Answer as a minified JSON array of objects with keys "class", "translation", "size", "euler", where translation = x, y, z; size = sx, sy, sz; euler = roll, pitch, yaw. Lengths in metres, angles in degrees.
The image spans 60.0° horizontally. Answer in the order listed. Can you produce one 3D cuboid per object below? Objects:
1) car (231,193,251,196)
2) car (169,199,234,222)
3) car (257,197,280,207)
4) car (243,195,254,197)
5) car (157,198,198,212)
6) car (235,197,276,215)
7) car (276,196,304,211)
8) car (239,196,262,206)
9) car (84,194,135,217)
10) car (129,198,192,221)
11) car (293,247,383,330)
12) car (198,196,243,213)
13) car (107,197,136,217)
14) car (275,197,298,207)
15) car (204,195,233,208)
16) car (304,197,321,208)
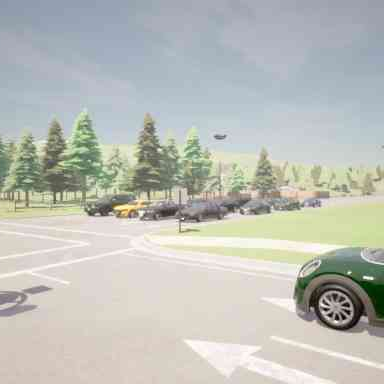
[{"class":"car","translation":[6.426,1.221,45.706],"size":[2.150,2.045,5.566],"euler":[0,0,36]},{"class":"car","translation":[0.906,1.547,26.346],"size":[2.033,1.411,5.357],"euler":[0,0,36]},{"class":"car","translation":[12.398,1.564,53.796],"size":[1.994,1.385,4.181],"euler":[0,0,37]},{"class":"car","translation":[8.657,1.491,42.830],"size":[2.128,1.511,4.902],"euler":[0,0,36]},{"class":"car","translation":[-1.687,1.547,40.564],"size":[2.033,1.411,5.357],"euler":[0,0,36]},{"class":"car","translation":[6.585,1.526,34.072],"size":[1.812,1.442,4.674],"euler":[0,0,36]},{"class":"car","translation":[11.812,1.352,41.210],"size":[2.097,1.767,4.553],"euler":[0,0,36]},{"class":"car","translation":[9.986,1.478,56.417],"size":[1.882,1.535,5.008],"euler":[0,0,37]},{"class":"car","translation":[-7.705,1.221,32.357],"size":[2.150,2.045,5.566],"euler":[0,0,36]},{"class":"car","translation":[-2.482,1.491,27.645],"size":[2.128,1.511,4.902],"euler":[0,0,36]},{"class":"car","translation":[4.059,1.352,5.394],"size":[4.553,1.767,2.097],"euler":[0,0,35]},{"class":"car","translation":[3.077,1.478,35.226],"size":[1.882,1.535,5.008],"euler":[0,0,36]},{"class":"car","translation":[-4.872,1.478,30.303],"size":[1.882,1.535,5.008],"euler":[0,0,36]},{"class":"car","translation":[14.549,1.526,50.824],"size":[1.812,1.442,4.674],"euler":[0,0,37]},{"class":"car","translation":[3.948,1.352,48.240],"size":[2.097,1.767,4.553],"euler":[0,0,36]},{"class":"car","translation":[17.724,1.526,49.228],"size":[1.812,1.442,4.674],"euler":[0,0,37]}]
